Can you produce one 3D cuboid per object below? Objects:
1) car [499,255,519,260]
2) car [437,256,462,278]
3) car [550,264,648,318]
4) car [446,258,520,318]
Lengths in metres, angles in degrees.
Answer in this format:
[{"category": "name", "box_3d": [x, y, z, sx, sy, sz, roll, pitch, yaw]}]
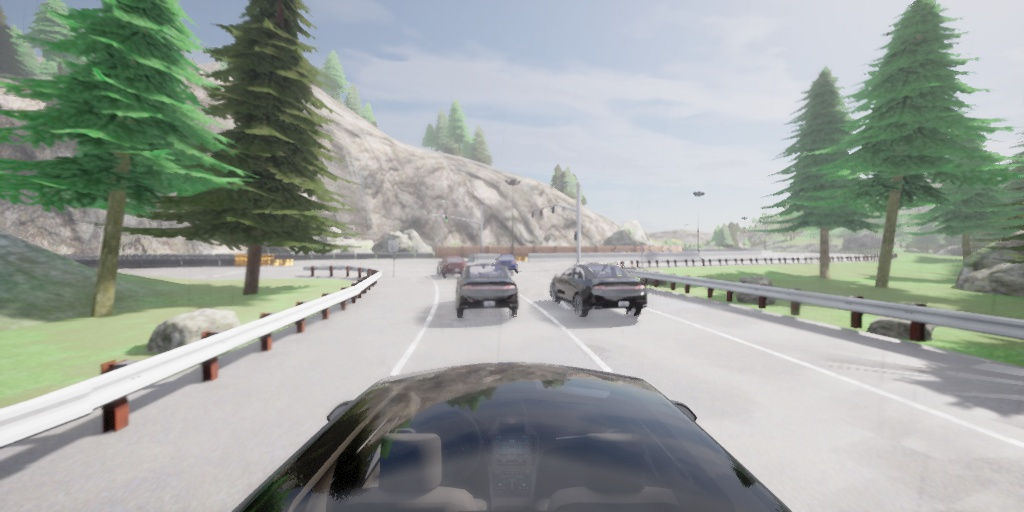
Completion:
[{"category": "car", "box_3d": [-0.396, 0.622, 30.464, 1.812, 1.442, 4.674, -1, 1, 1]}, {"category": "car", "box_3d": [-4.310, 0.737, 25.982, 1.812, 1.442, 4.674, -1, 1, -18]}, {"category": "car", "box_3d": [2.616, 1.000, 11.850, 2.128, 1.511, 4.902, 0, 1, -8]}, {"category": "car", "box_3d": [-0.920, 1.009, 11.969, 2.128, 1.511, 4.902, 0, 1, -8]}]
